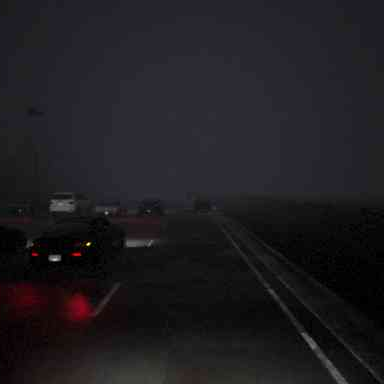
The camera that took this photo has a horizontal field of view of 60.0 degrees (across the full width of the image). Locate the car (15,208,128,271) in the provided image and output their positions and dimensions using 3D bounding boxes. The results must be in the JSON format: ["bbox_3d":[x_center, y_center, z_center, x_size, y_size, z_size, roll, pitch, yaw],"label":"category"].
[{"bbox_3d":[-3.397,1.452,10.551,1.812,1.442,4.674,0,0,0],"label":"car"}]

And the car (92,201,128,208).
[{"bbox_3d":[-6.893,1.399,29.055,1.895,1.301,4.718,0,0,0],"label":"car"}]

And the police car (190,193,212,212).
[{"bbox_3d":[1.058,1.183,34.937,1.930,1.638,5.238,0,0,0],"label":"police car"}]

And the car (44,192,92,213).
[{"bbox_3d":[-10.394,1.021,28.951,2.150,2.045,5.566,0,0,0],"label":"car"}]

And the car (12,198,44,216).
[{"bbox_3d":[-13.892,1.289,29.250,2.128,1.511,4.902,0,0,0],"label":"car"}]

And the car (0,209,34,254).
[{"bbox_3d":[-6.897,1.455,10.069,1.812,1.442,4.674,0,0,0],"label":"car"}]

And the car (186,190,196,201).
[{"bbox_3d":[0.015,0.643,70.457,2.150,2.045,5.566,0,0,0],"label":"car"}]

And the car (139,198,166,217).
[{"bbox_3d":[-3.393,1.292,28.714,2.128,1.511,4.902,0,0,0],"label":"car"}]
